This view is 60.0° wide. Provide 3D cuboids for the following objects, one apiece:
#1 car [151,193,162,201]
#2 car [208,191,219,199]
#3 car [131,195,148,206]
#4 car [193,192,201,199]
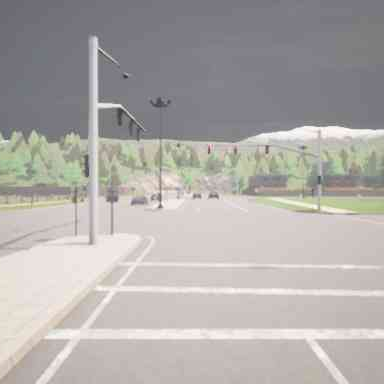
[{"bbox_3d":[-6.999,0.956,66.005,2.128,1.511,4.902,0,0,1],"label":"car"},{"bbox_3d":[4.587,0.598,71.013,2.097,1.767,4.553,0,0,1],"label":"car"},{"bbox_3d":[-7.404,1.135,47.001,1.812,1.442,4.674,0,0,1],"label":"car"},{"bbox_3d":[1.088,0.768,71.100,2.128,1.511,4.902,0,0,1],"label":"car"}]
